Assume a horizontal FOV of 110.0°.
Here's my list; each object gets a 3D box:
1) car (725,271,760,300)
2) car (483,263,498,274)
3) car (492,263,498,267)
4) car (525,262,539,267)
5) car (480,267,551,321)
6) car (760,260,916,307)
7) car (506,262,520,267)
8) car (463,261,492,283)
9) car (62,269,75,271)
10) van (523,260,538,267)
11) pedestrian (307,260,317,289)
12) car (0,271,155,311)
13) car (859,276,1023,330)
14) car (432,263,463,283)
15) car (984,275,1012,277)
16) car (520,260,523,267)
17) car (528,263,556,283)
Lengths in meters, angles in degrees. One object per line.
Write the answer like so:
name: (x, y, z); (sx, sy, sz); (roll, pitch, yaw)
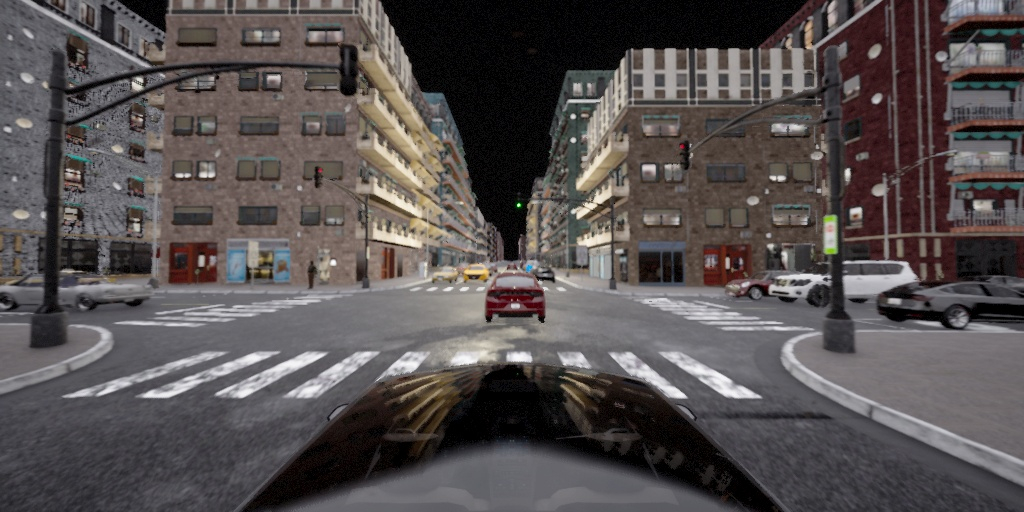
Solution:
car: (13.641, 1.499, 19.075); (4.097, 1.591, 1.967); (0, 0, 1)
car: (-3.051, 1.715, 51.710); (1.812, 1.442, 4.674); (0, 0, 0)
car: (-3.088, 1.647, 41.571); (2.033, 1.411, 5.357); (0, -1, 0)
car: (2.699, 1.605, 36.554); (2.007, 1.370, 4.403); (0, 0, 0)
car: (0.103, 1.325, 12.876); (1.882, 1.535, 5.008); (0, 0, 0)
car: (15.105, 1.220, 16.475); (5.566, 2.045, 2.150); (0, -2, 2)
car: (0.021, 1.803, 61.705); (1.812, 1.442, 4.674); (0, -1, 0)
car: (-3.095, 1.489, 31.610); (1.882, 1.535, 5.008); (0, 0, 0)
car: (-24.484, 1.381, 19.535); (4.829, 1.417, 1.751); (0, 0, 1)
van: (2.701, 1.495, 47.838); (1.690, 1.789, 3.998); (0, 0, 0)
pedestrian: (-12.534, 1.138, 22.365); (0.375, 1.860, 0.375); (0, -2, 1)
car: (-16.667, 1.345, 13.639); (4.718, 1.301, 1.895); (0, -2, 1)
car: (13.537, 1.404, 10.698); (4.313, 1.339, 1.948); (0, 0, 1)
car: (-5.683, 1.531, 30.743); (1.751, 1.417, 4.829); (0, 0, 0)
car: (25.113, 1.618, 16.354); (4.181, 1.385, 1.994); (0, -2, 2)
car: (2.703, 1.780, 59.293); (1.751, 1.417, 4.829); (0, 0, 0)
car: (2.698, 1.571, 30.911); (1.948, 1.339, 4.313); (0, 0, 0)
